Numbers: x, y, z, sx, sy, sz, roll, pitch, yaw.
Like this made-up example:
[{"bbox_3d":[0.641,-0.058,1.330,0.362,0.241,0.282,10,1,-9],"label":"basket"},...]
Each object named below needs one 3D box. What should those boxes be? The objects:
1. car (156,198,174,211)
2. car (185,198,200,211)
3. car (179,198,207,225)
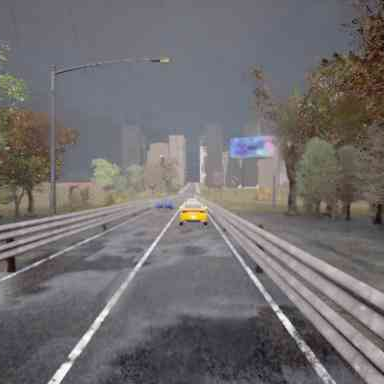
[{"bbox_3d":[-3.357,1.503,42.024,1.882,1.535,5.008,0,0,0],"label":"car"},{"bbox_3d":[0.066,1.551,42.663,1.812,1.442,4.674,0,0,0],"label":"car"},{"bbox_3d":[0.095,1.492,24.443,1.882,1.535,5.008,0,0,0],"label":"car"}]
